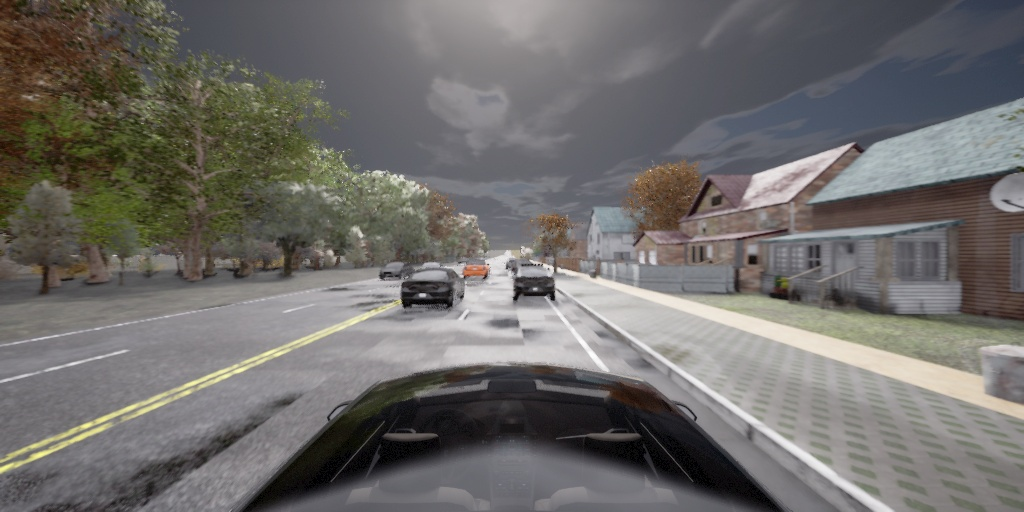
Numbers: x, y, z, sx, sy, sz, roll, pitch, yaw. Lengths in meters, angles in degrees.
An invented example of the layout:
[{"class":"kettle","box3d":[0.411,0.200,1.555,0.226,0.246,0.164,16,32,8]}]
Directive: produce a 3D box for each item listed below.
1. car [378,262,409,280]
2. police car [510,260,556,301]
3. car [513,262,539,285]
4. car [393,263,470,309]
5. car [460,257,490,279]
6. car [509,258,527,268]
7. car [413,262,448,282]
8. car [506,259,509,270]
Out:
[{"class":"car","box3d":[-9.820,1.248,30.776,1.837,1.490,4.892,0,0,0]},{"class":"police car","box3d":[0.982,1.172,17.587,1.930,1.638,5.238,0,0,0]},{"class":"car","box3d":[0.986,1.249,27.477,1.837,1.490,4.892,0,0,0]},{"class":"car","box3d":[-3.145,1.225,15.080,1.882,1.535,5.008,0,0,0]},{"class":"car","box3d":[-3.138,1.092,32.416,2.097,1.767,4.553,0,0,0]},{"class":"car","box3d":[0.987,1.090,33.447,2.097,1.767,4.553,0,0,0]},{"class":"car","box3d":[-6.578,1.268,29.385,1.812,1.442,4.674,0,0,0]},{"class":"car","box3d":[0.033,1.209,52.614,2.128,1.511,4.902,0,0,0]}]
